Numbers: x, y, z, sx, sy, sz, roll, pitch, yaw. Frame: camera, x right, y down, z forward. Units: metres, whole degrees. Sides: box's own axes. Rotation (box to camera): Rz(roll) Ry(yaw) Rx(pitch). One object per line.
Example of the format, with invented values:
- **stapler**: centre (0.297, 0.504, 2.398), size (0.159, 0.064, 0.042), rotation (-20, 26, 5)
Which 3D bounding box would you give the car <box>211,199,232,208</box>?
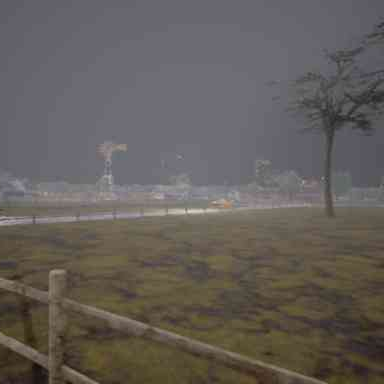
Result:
- **car**: centre (5.026, 1.960, 56.309), size (1.882, 1.535, 5.008), rotation (2, 0, 36)
